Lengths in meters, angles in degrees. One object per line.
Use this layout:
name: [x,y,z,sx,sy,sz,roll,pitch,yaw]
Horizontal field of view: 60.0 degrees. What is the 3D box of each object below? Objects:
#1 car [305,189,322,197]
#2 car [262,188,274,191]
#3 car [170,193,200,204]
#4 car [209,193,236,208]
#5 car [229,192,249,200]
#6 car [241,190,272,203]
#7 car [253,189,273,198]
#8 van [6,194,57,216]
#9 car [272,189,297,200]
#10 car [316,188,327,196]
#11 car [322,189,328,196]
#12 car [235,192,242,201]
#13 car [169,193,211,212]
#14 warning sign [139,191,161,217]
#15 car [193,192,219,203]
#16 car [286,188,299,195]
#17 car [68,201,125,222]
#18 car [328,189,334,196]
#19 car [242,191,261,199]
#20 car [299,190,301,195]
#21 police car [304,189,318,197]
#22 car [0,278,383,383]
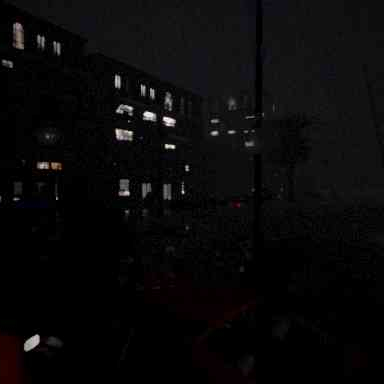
car: [24.982,0.446,69.533,2.008,1.369,4.403,2,2,35]
car: [13.063,0.357,57.084,2.150,2.045,5.566,1,1,35]
car: [-0.948,0.910,46.853,1.947,1.339,4.313,2,2,35]
car: [2.763,1.051,37.501,2.008,1.369,4.403,2,2,35]
car: [8.574,0.650,60.581,1.947,1.339,4.313,2,2,35]
car: [9.111,0.877,46.653,2.008,1.369,4.403,2,2,35]
car: [14.925,0.227,69.727,2.192,1.841,5.009,2,2,35]
van: [-13.642,1.036,28.544,1.690,1.788,3.998,2,2,35]
car: [15.557,0.676,55.944,1.752,1.417,4.829,2,2,35]
car: [32.960,-0.034,84.847,2.097,1.767,4.553,0,1,28]
car: [28.156,0.361,74.107,2.008,1.369,4.403,2,2,35]
car: [7.449,0.816,48.908,1.812,1.442,4.674,1,1,35]
car: [-0.411,1.133,32.924,1.887,1.381,4.507,2,2,35]
warning sign: [-3.141,0.852,24.857,1.300,1.860,1.060,-1,0,35]
car: [2.226,0.808,51.429,2.008,1.369,4.403,2,2,35]
car: [24.447,-0.029,83.453,2.192,1.841,5.009,2,2,35]
car: [-6.759,1.329,23.775,1.947,1.339,4.313,2,2,35]
car: [34.505,0.079,83.257,1.967,1.590,4.097,2,2,35]
car: [11.651,0.526,65.016,1.752,1.417,4.829,2,2,35]
car: [27.618,0.115,88.036,1.887,1.381,4.507,2,2,35]
police car: [27.514,0.191,76.719,1.930,1.638,5.238,0,1,32]
car: [-0.373,1.544,3.133,4.507,1.381,1.887,0,0,36]
